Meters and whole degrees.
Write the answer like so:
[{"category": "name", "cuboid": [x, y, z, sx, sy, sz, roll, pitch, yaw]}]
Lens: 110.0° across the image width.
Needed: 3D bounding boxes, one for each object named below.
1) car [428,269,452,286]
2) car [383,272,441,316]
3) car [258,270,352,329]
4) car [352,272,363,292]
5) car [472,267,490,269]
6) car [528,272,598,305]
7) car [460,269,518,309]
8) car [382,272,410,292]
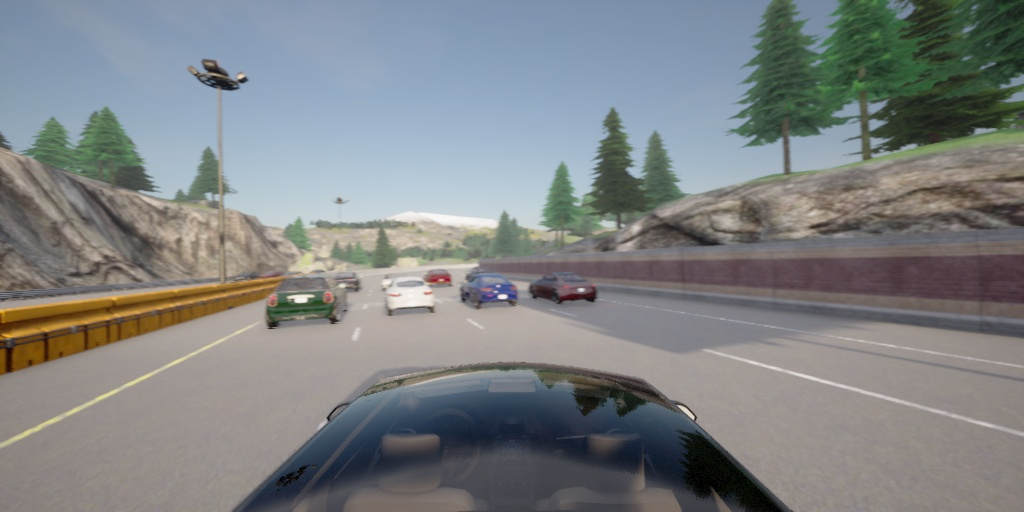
[{"category": "car", "cuboid": [-6.463, 1.829, 31.185, 1.882, 1.535, 5.008, -1, 0, -19]}, {"category": "car", "cuboid": [-4.436, 1.597, 15.398, 1.812, 1.442, 4.674, -1, -1, -20]}, {"category": "car", "cuboid": [-7.461, 1.485, 13.458, 2.097, 1.767, 4.553, -1, -1, -20]}, {"category": "car", "cuboid": [-12.642, 1.977, 27.624, 2.128, 1.511, 4.902, -1, -1, -19]}, {"category": "car", "cuboid": [-2.794, 1.736, 31.258, 2.128, 1.511, 4.902, -1, -1, -19]}, {"category": "car", "cuboid": [2.312, 1.464, 17.314, 1.994, 1.385, 4.181, -1, -1, -20]}, {"category": "car", "cuboid": [-1.150, 1.516, 16.599, 1.812, 1.442, 4.674, -1, -1, -20]}, {"category": "car", "cuboid": [-9.160, 1.991, 28.253, 1.895, 1.301, 4.718, -1, -1, -19]}]
